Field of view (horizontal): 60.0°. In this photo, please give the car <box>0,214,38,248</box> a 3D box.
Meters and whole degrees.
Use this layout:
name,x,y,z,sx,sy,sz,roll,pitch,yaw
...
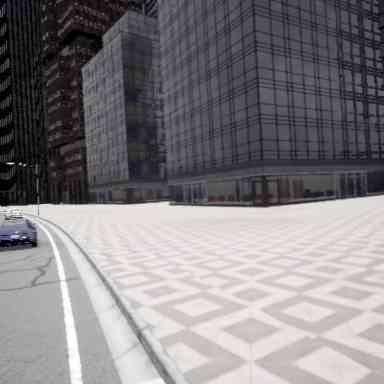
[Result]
name,x,y,z,sx,sy,sz,roll,pitch,yaw
car,-9.294,2.135,17.656,1.994,1.385,4.181,-3,0,-25

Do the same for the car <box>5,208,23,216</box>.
name,x,y,z,sx,sy,sz,roll,pitch,yaw
car,-22.855,2.801,42.743,1.812,1.442,4.674,-3,0,-31
